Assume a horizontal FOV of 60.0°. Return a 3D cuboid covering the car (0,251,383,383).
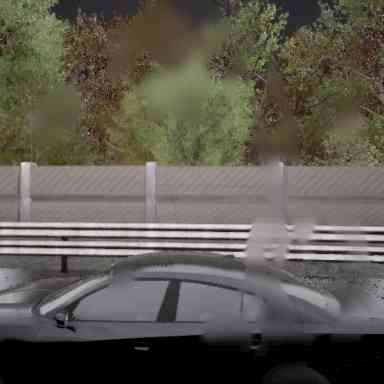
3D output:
[{"bbox_3d":[-0.406,1.472,3.867,5.008,1.535,1.882,0,0,6],"label":"car"}]
